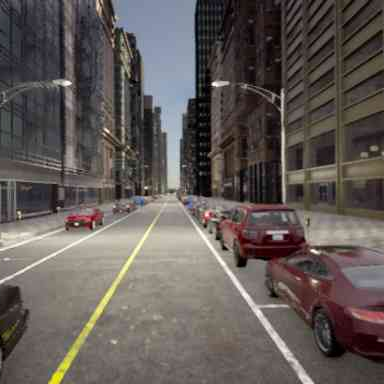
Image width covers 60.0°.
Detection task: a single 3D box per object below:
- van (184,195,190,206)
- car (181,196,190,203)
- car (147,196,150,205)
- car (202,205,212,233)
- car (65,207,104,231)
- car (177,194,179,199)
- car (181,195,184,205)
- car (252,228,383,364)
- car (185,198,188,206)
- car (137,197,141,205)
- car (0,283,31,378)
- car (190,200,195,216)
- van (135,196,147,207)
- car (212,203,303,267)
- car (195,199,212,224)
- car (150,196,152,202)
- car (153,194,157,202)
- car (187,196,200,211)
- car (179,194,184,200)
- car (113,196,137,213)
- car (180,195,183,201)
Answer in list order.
[{"bbox_3d":[0.194,1.440,44.900,1.690,1.788,3.998,-1,0,-3],"label":"van"},{"bbox_3d":[-1.466,1.709,73.030,1.752,1.417,4.829,-1,0,-3],"label":"car"},{"bbox_3d":[-9.304,1.791,61.164,1.887,1.381,4.507,-1,0,-3],"label":"car"},{"bbox_3d":[1.849,1.581,16.940,1.947,1.339,4.313,-1,0,-3],"label":"car"},{"bbox_3d":[-6.991,1.674,22.018,1.887,1.381,4.507,-1,0,-3],"label":"car"},{"bbox_3d":[-2.446,1.779,89.636,1.887,1.381,4.507,-1,0,-3],"label":"car"},{"bbox_3d":[-0.464,1.677,56.083,1.887,1.381,4.507,-1,0,-3],"label":"car"},{"bbox_3d":[2.510,1.565,5.756,1.802,1.307,4.206,-1,0,-3],"label":"car"},{"bbox_3d":[0.528,1.664,39.308,1.802,1.307,4.206,-1,0,-3],"label":"car"},{"bbox_3d":[-8.312,1.740,44.386,1.887,1.381,4.507,-1,0,-3],"label":"car"},{"bbox_3d":[-3.045,1.588,2.274,2.033,1.411,5.357,-1,0,-3],"label":"car"},{"bbox_3d":[1.188,1.614,28.124,1.947,1.339,4.313,-1,0,-3],"label":"car"},{"bbox_3d":[-8.976,1.570,55.572,1.690,1.788,3.998,-1,0,-3],"label":"van"},{"bbox_3d":[2.176,1.314,11.348,2.192,1.841,5.009,-1,0,-3],"label":"car"},{"bbox_3d":[1.517,1.472,22.532,1.967,1.590,4.097,-1,0,-3],"label":"car"},{"bbox_3d":[-9.634,1.808,66.756,1.887,1.381,4.507,-1,0,-3],"label":"car"},{"bbox_3d":[-10.627,1.754,83.534,1.967,1.590,4.097,-1,0,-3],"label":"car"},{"bbox_3d":[0.856,1.505,33.716,1.967,1.590,4.097,-1,0,-3],"label":"car"},{"bbox_3d":[-1.126,1.606,67.268,1.967,1.590,4.097,-1,0,-3],"label":"car"},{"bbox_3d":[-7.984,1.619,38.795,1.967,1.590,4.097,-1,0,-3],"label":"car"},{"bbox_3d":[-0.794,1.694,61.676,1.887,1.381,4.507,-1,0,-3],"label":"car"}]
